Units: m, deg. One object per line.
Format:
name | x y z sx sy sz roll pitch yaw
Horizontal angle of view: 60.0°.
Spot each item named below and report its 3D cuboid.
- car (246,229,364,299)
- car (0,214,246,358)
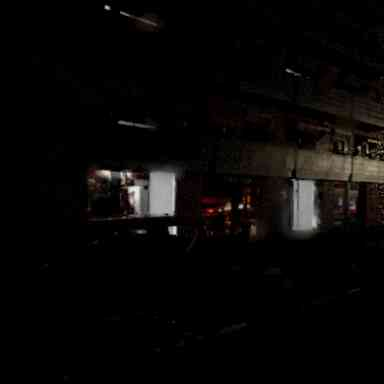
car | 2.807 1.648 8.559 4.206 1.307 1.802 1 0 -35
car | -1.779 1.329 5.287 5.009 1.841 2.192 1 0 -35
